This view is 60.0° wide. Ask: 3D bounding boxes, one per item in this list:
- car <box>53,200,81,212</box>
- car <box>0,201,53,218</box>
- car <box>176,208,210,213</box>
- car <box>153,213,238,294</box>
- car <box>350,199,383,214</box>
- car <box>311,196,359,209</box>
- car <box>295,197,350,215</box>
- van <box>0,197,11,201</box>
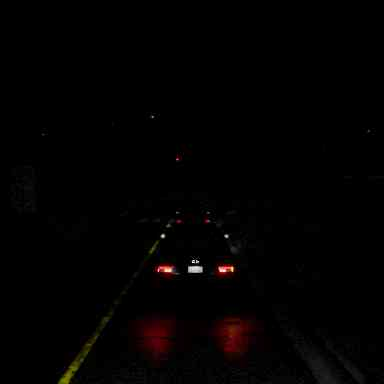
[{"bbox_3d":[-15.560,1.584,38.824,4.829,1.417,1.752,-1,1,0],"label":"car"},{"bbox_3d":[-15.372,1.726,30.301,4.206,1.307,1.802,-1,1,0],"label":"car"},{"bbox_3d":[0.047,1.549,18.163,1.994,1.385,4.181,0,0,0],"label":"car"},{"bbox_3d":[0.073,1.542,8.937,2.033,1.411,5.357,0,0,0],"label":"car"},{"bbox_3d":[16.975,1.340,30.328,4.403,1.369,2.008,-1,1,0],"label":"car"},{"bbox_3d":[16.622,1.231,38.852,4.829,1.417,1.752,-1,1,0],"label":"car"},{"bbox_3d":[11.597,1.417,30.324,4.313,1.339,1.947,-1,1,0],"label":"car"},{"bbox_3d":[-21.071,1.455,38.815,3.998,1.788,1.690,-1,1,0],"label":"van"}]
